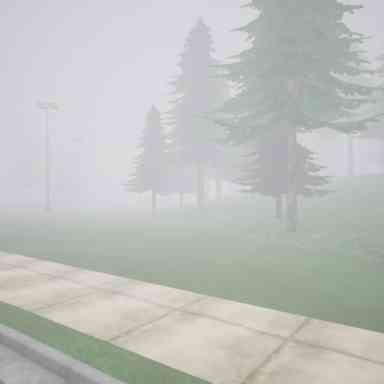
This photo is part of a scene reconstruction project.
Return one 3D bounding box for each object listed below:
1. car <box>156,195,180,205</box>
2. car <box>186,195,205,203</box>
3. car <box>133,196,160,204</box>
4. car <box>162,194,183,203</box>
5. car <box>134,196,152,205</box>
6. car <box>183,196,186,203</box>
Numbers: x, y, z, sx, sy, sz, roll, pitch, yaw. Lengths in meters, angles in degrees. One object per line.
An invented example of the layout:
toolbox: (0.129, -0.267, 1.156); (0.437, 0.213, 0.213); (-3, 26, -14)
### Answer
car: (-4.376, 1.589, 59.253); (1.895, 1.301, 4.718); (0, 0, 37)
car: (1.451, 1.340, 67.263); (2.097, 1.767, 4.553); (0, 0, 36)
car: (-8.862, 1.533, 65.004); (2.033, 1.411, 5.357); (0, 0, 37)
car: (-4.187, 1.331, 71.412); (2.097, 1.767, 4.553); (0, 0, 36)
car: (-7.845, 1.534, 60.478); (2.033, 1.411, 5.357); (0, 0, 37)
car: (-1.368, 1.339, 69.338); (2.097, 1.767, 4.553); (0, 0, 36)
